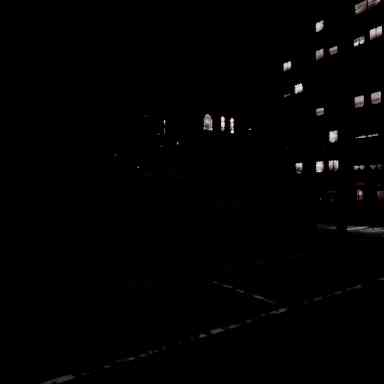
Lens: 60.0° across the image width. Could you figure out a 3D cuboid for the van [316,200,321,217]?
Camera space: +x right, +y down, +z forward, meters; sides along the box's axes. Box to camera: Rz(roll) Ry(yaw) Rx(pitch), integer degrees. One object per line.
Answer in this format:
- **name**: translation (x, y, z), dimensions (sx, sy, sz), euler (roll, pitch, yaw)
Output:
- **van**: translation (10.558, 1.646, 32.580), dimensions (1.690, 1.788, 3.998), euler (-1, 0, -36)
